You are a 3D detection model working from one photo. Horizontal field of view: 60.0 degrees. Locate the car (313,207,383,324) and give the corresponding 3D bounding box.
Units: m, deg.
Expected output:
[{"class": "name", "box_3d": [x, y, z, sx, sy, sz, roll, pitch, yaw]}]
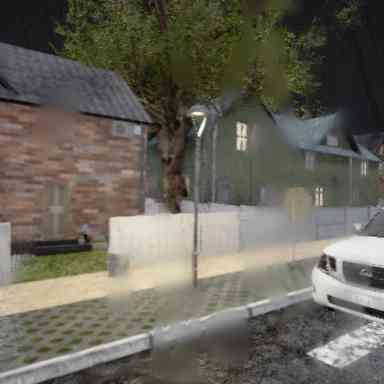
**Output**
[{"class": "car", "box_3d": [4.723, 1.210, 6.439, 5.566, 2.045, 2.150, 0, 0, -36]}]
